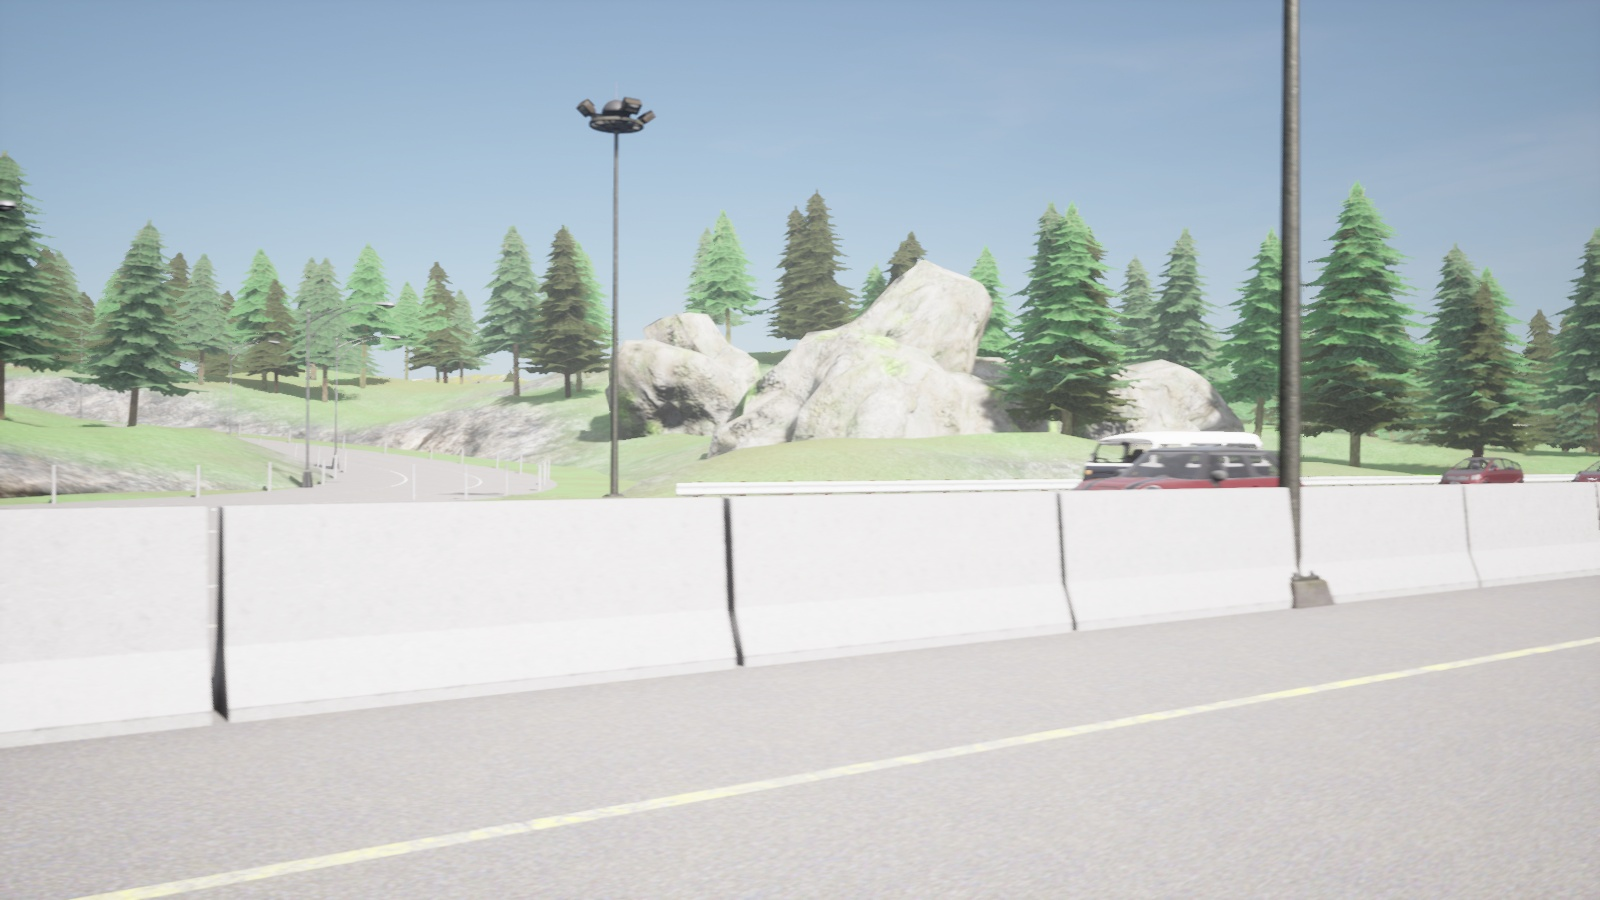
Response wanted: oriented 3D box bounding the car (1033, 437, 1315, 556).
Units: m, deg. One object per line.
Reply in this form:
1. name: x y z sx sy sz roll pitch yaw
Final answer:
1. car: 6.239 0.701 20.793 4.553 1.767 2.097 0 0 -35

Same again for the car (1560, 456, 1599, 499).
1. car: 29.320 0.984 45.384 3.633 1.501 1.845 0 0 -35

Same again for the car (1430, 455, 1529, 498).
1. car: 25.385 0.953 46.910 3.705 1.549 1.789 0 0 -35

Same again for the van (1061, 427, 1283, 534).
1. van: 7.776 0.591 26.128 4.480 2.038 2.069 0 0 -35
